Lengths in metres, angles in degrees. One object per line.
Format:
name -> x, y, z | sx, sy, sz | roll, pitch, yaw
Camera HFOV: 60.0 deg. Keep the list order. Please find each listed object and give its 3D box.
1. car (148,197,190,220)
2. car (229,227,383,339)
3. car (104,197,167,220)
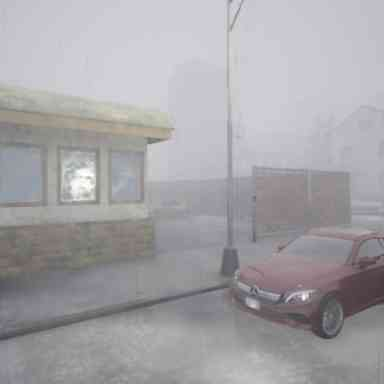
car -> -2.226, 1.332, 25.559 | 4.193, 1.474, 1.816 | 0, 0, -36
car -> 2.869, 1.487, 6.628 | 4.674, 1.442, 1.812 | -1, 0, -35
car -> -4.670, 1.270, 27.710 | 4.611, 1.667, 2.242 | 0, 0, -36
